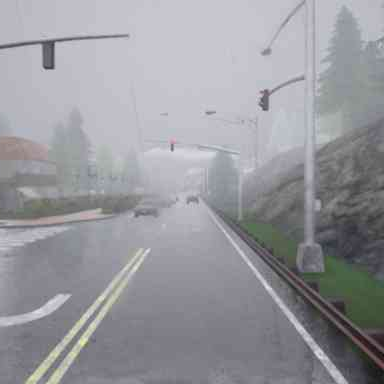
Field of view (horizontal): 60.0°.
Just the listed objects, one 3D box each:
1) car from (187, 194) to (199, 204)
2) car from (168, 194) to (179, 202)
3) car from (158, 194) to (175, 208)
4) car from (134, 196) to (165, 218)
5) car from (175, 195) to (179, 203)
[{"bbox_3d":[0.109,1.123,55.328,1.837,1.490,4.892,0,0,0],"label":"car"},{"bbox_3d":[-3.497,1.162,63.765,1.895,1.301,4.718,0,0,0],"label":"car"},{"bbox_3d":[-3.573,1.067,41.165,2.097,1.767,4.553,0,1,0],"label":"car"},{"bbox_3d":[-3.593,1.314,27.677,1.837,1.490,4.892,0,0,0],"label":"car"},{"bbox_3d":[-3.516,1.113,52.860,1.882,1.535,5.008,0,0,1],"label":"car"}]
